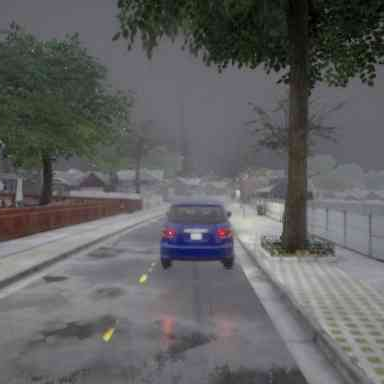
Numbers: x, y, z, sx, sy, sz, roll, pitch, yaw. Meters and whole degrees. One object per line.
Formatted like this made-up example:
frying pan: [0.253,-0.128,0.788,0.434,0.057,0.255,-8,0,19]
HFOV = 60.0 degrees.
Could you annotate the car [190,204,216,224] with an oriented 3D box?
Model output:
car: [1.012,1.734,26.909,1.895,1.301,4.718,0,0,5]

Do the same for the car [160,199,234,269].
car: [0.229,1.275,11.537,2.150,2.045,5.566,0,0,2]

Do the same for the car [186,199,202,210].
car: [0.326,1.789,49.478,1.837,1.490,4.892,0,-1,8]
